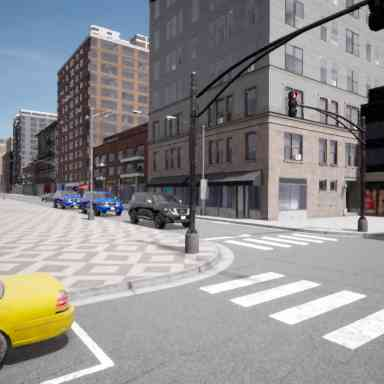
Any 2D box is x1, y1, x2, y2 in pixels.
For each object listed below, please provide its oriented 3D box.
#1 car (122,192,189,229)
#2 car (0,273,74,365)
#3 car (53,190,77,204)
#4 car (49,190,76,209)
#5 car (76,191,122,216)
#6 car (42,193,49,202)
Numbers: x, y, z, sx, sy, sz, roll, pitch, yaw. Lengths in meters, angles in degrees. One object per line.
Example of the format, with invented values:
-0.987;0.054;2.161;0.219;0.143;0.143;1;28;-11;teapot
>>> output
-2.070;1.052;20.778;2.150;2.045;5.566;1;0;-35;car
-3.979;1.525;3.914;4.829;1.417;1.752;0;1;-36;car
-19.484;0.768;50.944;2.150;2.045;5.566;1;0;-35;car
-14.209;0.860;37.973;2.150;2.045;5.566;1;0;-35;car
-8.013;0.959;29.188;2.150;2.045;5.566;1;0;-35;car
-25.542;0.944;59.515;2.128;1.511;4.902;1;0;-36;car
